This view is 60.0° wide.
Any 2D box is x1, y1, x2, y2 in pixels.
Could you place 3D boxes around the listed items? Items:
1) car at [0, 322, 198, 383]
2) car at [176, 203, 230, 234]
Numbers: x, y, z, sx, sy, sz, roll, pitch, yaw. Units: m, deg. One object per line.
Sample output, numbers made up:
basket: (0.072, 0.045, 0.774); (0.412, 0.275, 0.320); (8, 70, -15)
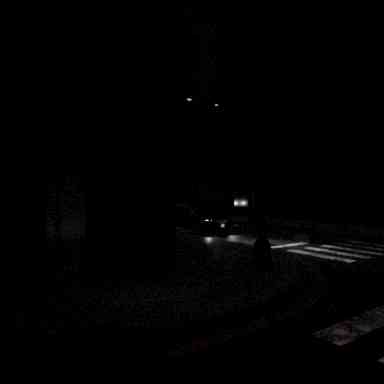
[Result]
car: (-2.119, 1.601, 1.554); (4.718, 1.301, 1.895); (0, 0, -36)
car: (0.079, 1.406, 18.631); (2.128, 1.511, 4.902); (0, 0, -37)
